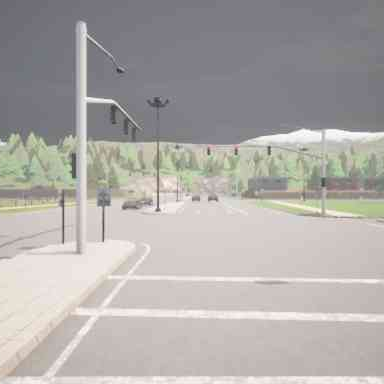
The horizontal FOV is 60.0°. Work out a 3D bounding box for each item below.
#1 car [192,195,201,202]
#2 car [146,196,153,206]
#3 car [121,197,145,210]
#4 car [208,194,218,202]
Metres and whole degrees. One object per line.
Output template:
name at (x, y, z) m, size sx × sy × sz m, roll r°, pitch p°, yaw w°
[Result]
car at (0.877, 1.342, 69.806) m, size 2.128 × 1.511 × 4.902 m, roll 0°, pitch 0°, yaw 1°
car at (-7.428, 1.480, 53.962) m, size 2.128 × 1.511 × 4.902 m, roll 0°, pitch 0°, yaw 1°
car at (-7.594, 1.516, 42.253) m, size 1.812 × 1.442 × 4.674 m, roll 0°, pitch 0°, yaw 1°
car at (4.376, 1.173, 69.730) m, size 2.097 × 1.767 × 4.553 m, roll 0°, pitch 0°, yaw 1°
